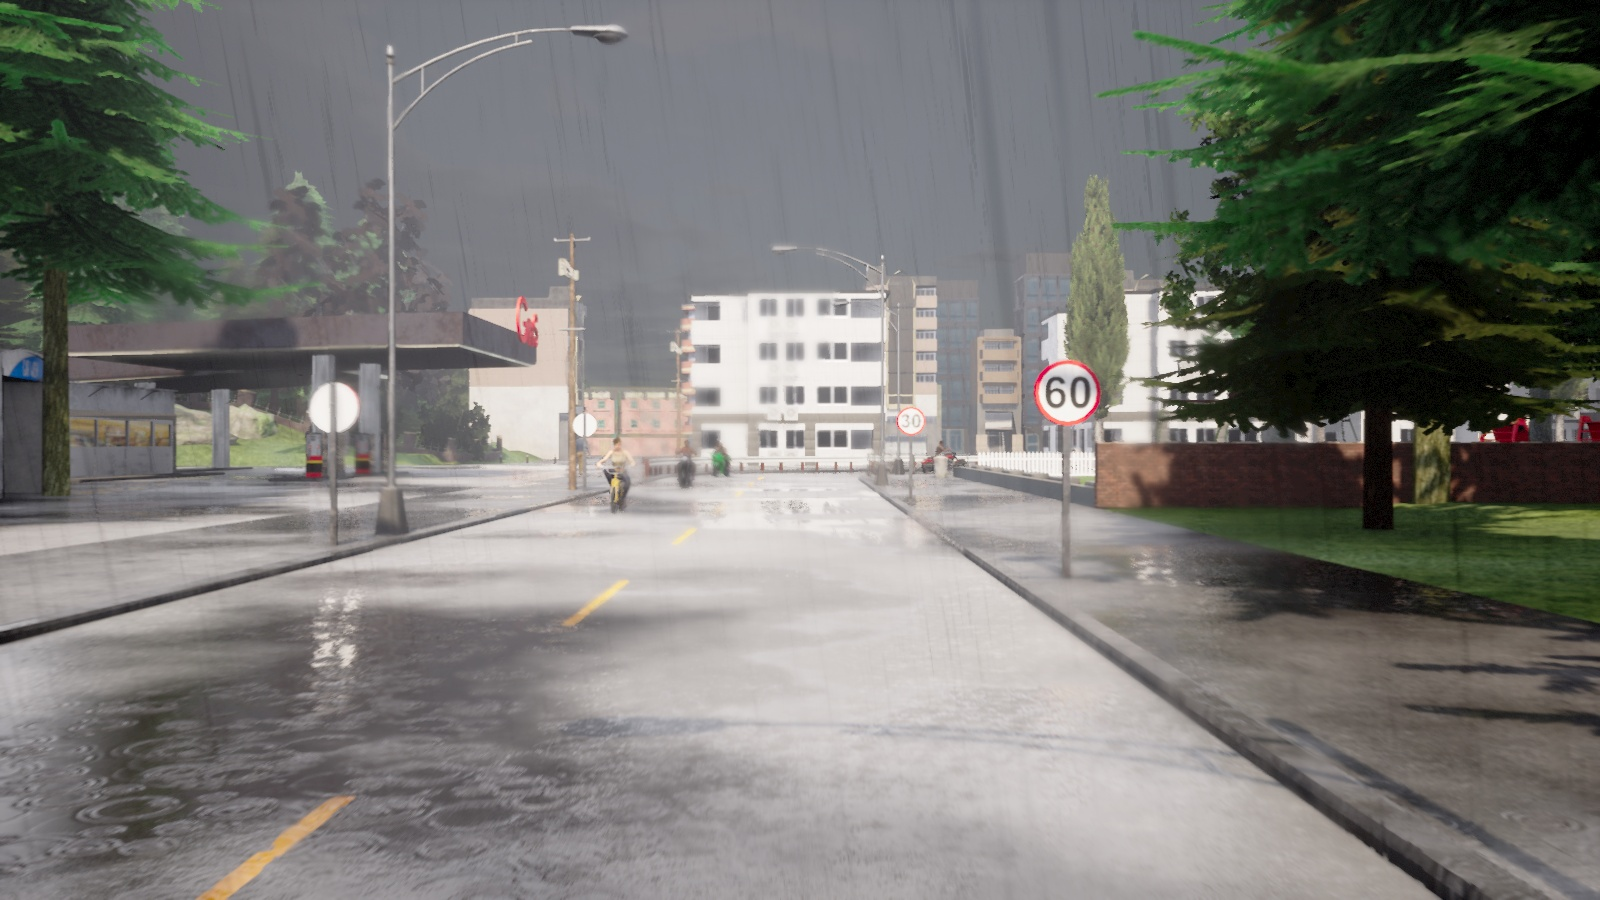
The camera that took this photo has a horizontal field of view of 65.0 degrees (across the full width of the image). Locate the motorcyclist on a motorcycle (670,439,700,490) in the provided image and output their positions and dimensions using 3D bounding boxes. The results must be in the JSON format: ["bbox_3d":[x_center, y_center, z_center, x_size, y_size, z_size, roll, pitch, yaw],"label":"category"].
[{"bbox_3d":[-3.797,0.459,41.721,0.766,1.649,2.350,0,0,0],"label":"motorcyclist on a motorcycle"}]

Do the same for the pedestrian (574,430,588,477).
[{"bbox_3d":[-9.167,0.151,52.596,0.423,1.949,0.788,0,0,1],"label":"pedestrian"}]

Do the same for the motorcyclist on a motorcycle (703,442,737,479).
[{"bbox_3d":[-3.382,0.427,53.288,0.797,1.523,2.044,2,1,15],"label":"motorcyclist on a motorcycle"}]

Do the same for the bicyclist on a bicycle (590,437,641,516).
[{"bbox_3d":[-3.864,0.531,26.404,0.866,1.612,1.509,0,0,0],"label":"bicyclist on a bicycle"}]

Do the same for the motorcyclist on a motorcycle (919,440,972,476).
[{"bbox_3d":[6.811,0.372,58.608,2.350,1.649,0.766,0,1,-18],"label":"motorcyclist on a motorcycle"}]
